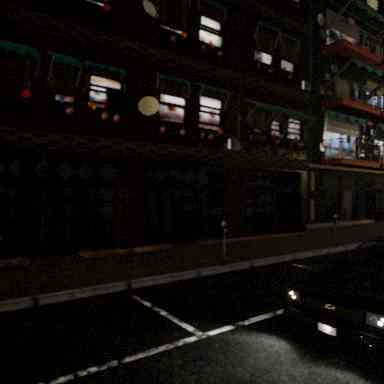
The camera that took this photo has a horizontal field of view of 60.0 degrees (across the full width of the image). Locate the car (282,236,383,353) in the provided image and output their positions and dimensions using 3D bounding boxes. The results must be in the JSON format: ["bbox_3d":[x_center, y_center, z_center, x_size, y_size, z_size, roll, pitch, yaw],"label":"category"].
[{"bbox_3d":[4.094,1.573,6.264,5.357,1.411,2.033,0,0,-35],"label":"car"}]
